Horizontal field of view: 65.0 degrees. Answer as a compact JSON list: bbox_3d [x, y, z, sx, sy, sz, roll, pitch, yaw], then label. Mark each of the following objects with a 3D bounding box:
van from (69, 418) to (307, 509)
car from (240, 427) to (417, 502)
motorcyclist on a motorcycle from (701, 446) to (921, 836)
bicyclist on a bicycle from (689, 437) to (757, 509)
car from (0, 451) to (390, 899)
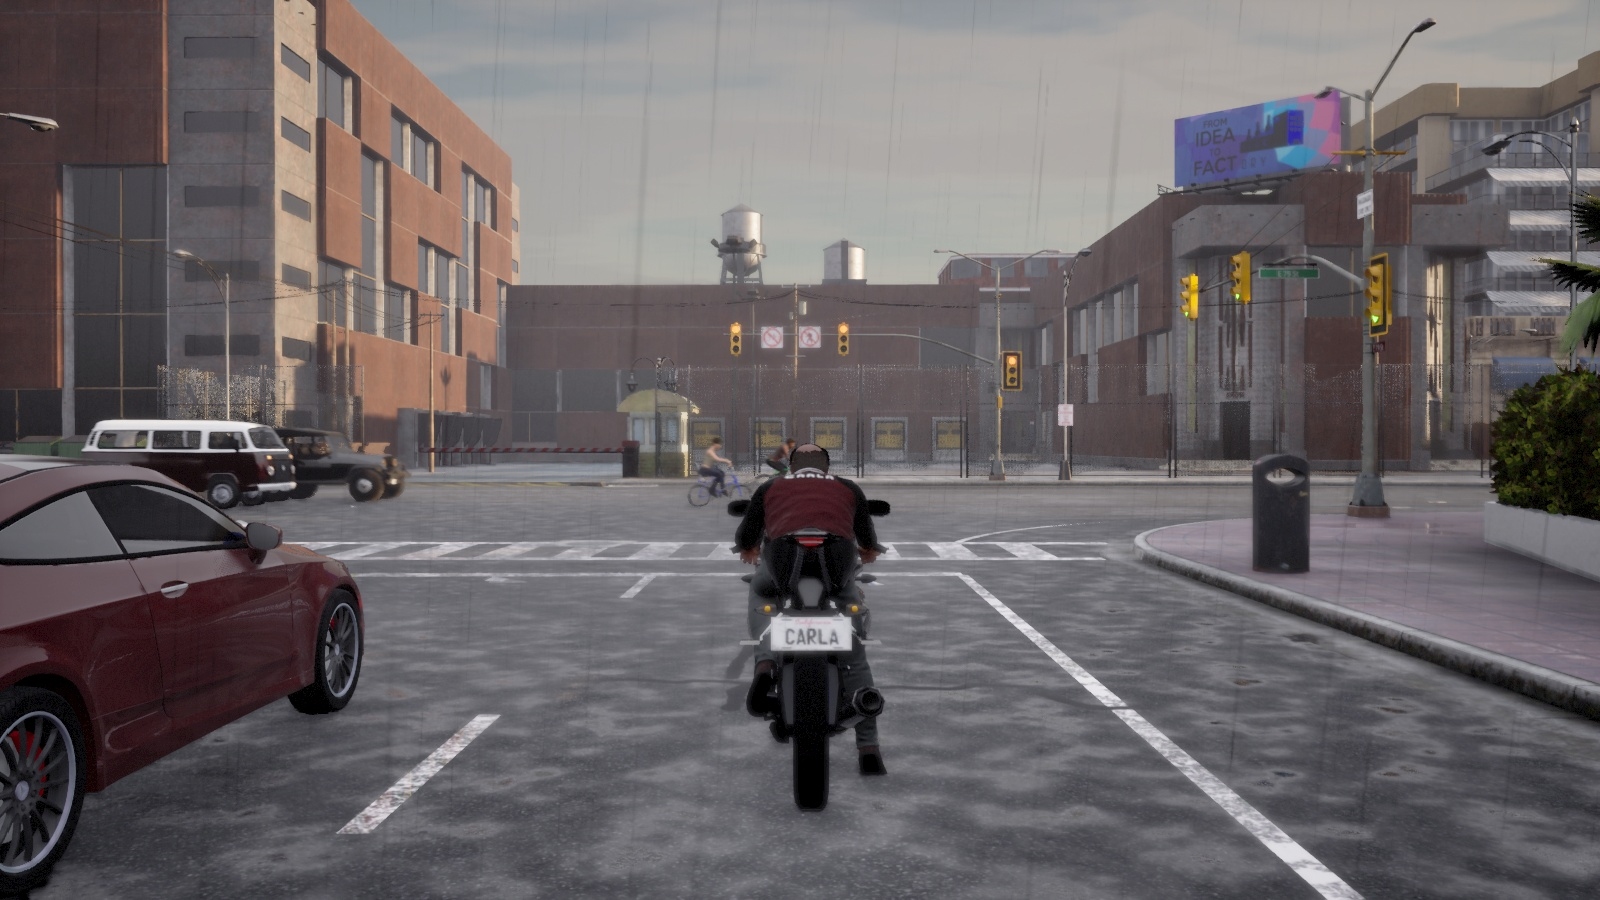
[{"bbox_3d":[-14.069,0.294,29.064,4.480,2.038,2.069,0,0,1],"label":"van"},{"bbox_3d":[-12.162,0.349,32.540,3.866,1.878,1.905,0,0,1],"label":"car"},{"bbox_3d":[0.045,0.747,6.037,0.866,1.530,2.191,0,0,0],"label":"motorcyclist on a motorcycle"},{"bbox_3d":[-1.753,0.518,28.893,1.509,1.612,0.866,0,0,1],"label":"bicyclist on a bicycle"},{"bbox_3d":[-3.445,0.739,5.441,1.812,1.442,4.674,0,0,0],"label":"car"}]
